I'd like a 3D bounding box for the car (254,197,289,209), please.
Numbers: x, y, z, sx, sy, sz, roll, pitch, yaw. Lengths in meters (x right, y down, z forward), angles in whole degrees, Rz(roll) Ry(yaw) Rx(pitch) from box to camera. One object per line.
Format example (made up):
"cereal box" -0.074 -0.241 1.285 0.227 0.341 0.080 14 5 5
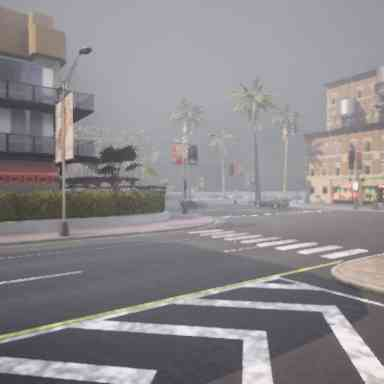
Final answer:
"car" 10.010 1.395 42.156 2.128 1.511 4.902 0 0 -35

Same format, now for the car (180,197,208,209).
"car" 0.162 1.450 43.745 1.812 1.442 4.674 0 0 -35
